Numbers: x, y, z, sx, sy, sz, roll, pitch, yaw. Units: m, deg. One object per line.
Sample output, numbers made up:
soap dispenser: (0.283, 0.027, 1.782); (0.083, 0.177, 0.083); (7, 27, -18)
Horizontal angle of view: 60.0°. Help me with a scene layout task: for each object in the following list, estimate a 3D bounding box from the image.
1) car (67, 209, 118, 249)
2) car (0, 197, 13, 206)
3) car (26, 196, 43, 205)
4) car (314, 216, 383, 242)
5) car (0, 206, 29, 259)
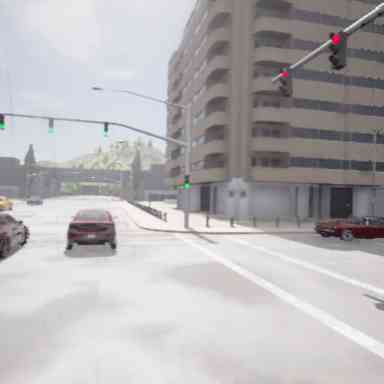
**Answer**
car: (-4.300, 1.480, 14.631); (1.882, 1.535, 5.008); (2, -1, -14)
car: (-20.661, 1.265, 35.567); (1.882, 1.535, 5.008); (2, -1, -14)
car: (-25.095, 1.351, 53.248); (1.812, 1.442, 4.674); (2, -1, -14)
car: (9.168, 1.954, 18.146); (4.718, 1.301, 1.895); (2, -1, -15)
car: (-7.195, 1.428, 11.817); (1.812, 1.442, 4.674); (2, -1, -14)
